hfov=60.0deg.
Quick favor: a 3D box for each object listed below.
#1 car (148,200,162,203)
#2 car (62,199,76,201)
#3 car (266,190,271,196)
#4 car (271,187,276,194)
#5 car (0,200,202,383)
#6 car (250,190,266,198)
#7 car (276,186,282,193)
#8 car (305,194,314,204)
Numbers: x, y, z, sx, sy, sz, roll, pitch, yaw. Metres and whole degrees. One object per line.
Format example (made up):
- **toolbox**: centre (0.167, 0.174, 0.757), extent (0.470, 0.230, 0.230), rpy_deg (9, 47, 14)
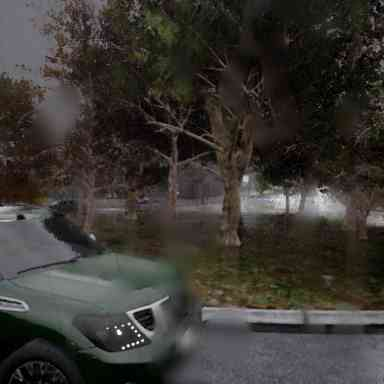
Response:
- **car**: centre (-5.676, 1.696, 44.135), extent (4.181, 1.385, 1.994), rpy_deg (0, 0, -21)
- **car**: centre (-13.398, 1.537, 34.273), extent (1.837, 1.490, 4.892), rpy_deg (-1, 0, 37)
- **car**: centre (16.969, 0.218, 80.361), extent (1.946, 1.575, 5.366), rpy_deg (0, 3, 26)
- **car**: centre (19.382, -0.073, 85.323), extent (1.946, 1.575, 5.366), rpy_deg (0, 3, 26)
- **car**: centre (-2.677, 1.190, 4.396), extent (5.566, 2.045, 2.150), rpy_deg (1, 0, 18)
- **car**: centre (14.549, 0.512, 75.406), extent (1.946, 1.575, 5.366), rpy_deg (0, 3, 26)
- **car**: centre (21.916, -0.628, 90.526), extent (2.435, 2.045, 5.566), rpy_deg (0, 3, 26)
- **car**: centre (20.588, 0.988, 59.288), extent (2.150, 2.045, 5.566), rpy_deg (0, 3, 19)
